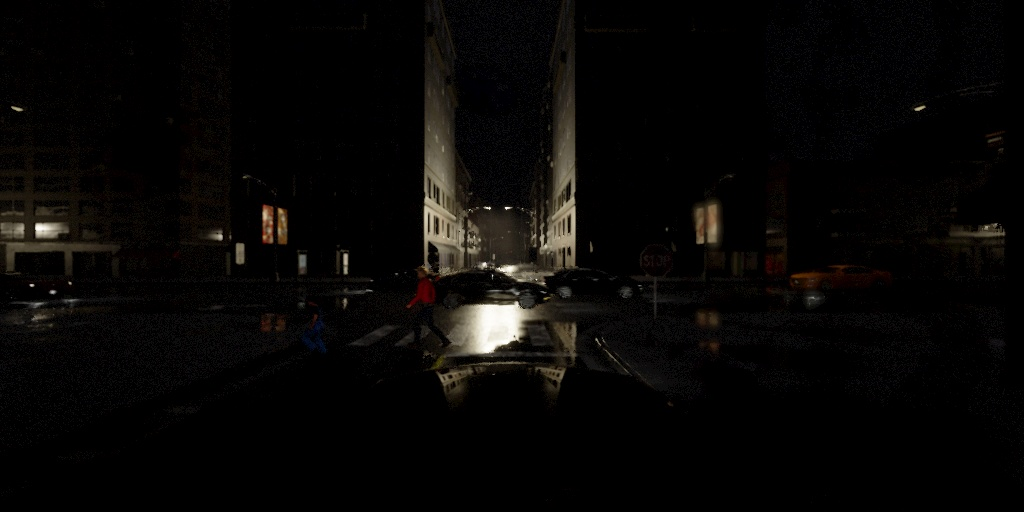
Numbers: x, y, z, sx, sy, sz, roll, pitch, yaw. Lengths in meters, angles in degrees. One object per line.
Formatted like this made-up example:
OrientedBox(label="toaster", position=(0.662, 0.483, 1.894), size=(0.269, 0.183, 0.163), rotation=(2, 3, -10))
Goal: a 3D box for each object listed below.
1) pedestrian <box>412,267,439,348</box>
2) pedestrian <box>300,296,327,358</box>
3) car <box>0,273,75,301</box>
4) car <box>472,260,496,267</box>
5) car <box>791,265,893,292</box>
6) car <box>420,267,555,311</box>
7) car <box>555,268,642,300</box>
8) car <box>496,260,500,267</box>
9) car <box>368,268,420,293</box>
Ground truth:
OrientedBox(label="pedestrian", position=(-1.858, 1.073, 7.737), size=(0.375, 1.860, 0.375), rotation=(0, 0, 0))
OrientedBox(label="pedestrian", position=(-3.872, 1.350, 7.134), size=(0.375, 1.300, 0.375), rotation=(0, 0, 0))
OrientedBox(label="car", position=(-24.756, 1.468, 17.618), size=(4.718, 1.301, 1.895), rotation=(0, 0, 0))
OrientedBox(label="car", position=(-3.134, 1.412, 35.370), size=(2.128, 1.511, 4.902), rotation=(0, 0, 2))
OrientedBox(label="car", position=(19.342, 1.292, 21.170), size=(5.008, 1.535, 1.882), rotation=(0, 0, 0))
OrientedBox(label="car", position=(-0.913, 1.321, 14.424), size=(4.892, 1.490, 1.837), rotation=(0, 0, 0))
OrientedBox(label="car", position=(3.880, 1.327, 17.684), size=(4.892, 1.490, 1.837), rotation=(0, 0, 0))
OrientedBox(label="car", position=(-3.099, 1.485, 49.061), size=(2.128, 1.511, 4.902), rotation=(0, 0, 0))
OrientedBox(label="car", position=(-6.181, 1.413, 21.113), size=(4.181, 1.385, 1.994), rotation=(0, 0, 0))
